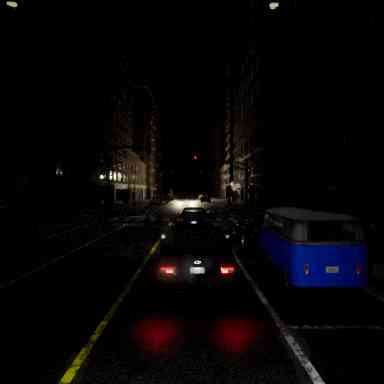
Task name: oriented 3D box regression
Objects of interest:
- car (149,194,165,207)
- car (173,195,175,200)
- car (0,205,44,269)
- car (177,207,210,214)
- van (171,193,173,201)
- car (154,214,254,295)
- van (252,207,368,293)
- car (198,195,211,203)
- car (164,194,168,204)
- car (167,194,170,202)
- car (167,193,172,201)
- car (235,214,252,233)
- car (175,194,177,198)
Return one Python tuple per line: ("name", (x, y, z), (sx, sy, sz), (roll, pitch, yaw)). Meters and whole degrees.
("car", (-5.699, 1.493, 52.086), (1.752, 1.417, 4.829), (0, 0, 0))
("car", (-5.715, 1.516, 79.510), (2.008, 1.369, 4.403), (0, 0, 0))
("car", (-5.674, 1.313, 8.567), (2.192, 1.841, 5.009), (0, 0, 0))
("car", (0.090, 1.557, 19.200), (1.994, 1.385, 4.181), (0, 0, 0))
("van", (-5.712, 1.305, 74.059), (1.690, 1.788, 3.998), (0, 0, 0))
("car", (0.096, 1.546, 8.881), (2.033, 1.411, 5.357), (0, 0, 0))
("van", (2.850, 1.339, 8.612), (1.690, 1.788, 3.998), (0, 0, 0))
("car", (2.816, 1.404, 68.649), (1.967, 1.590, 4.097), (0, 0, 0))
("car", (-5.702, 1.517, 57.706), (2.008, 1.369, 4.403), (0, 0, 0))
("car", (-5.706, 1.509, 63.157), (1.887, 1.381, 4.507), (0, 0, 0))
("car", (-5.709, 1.509, 68.608), (1.887, 1.381, 4.507), (0, 0, 0))
("car", (2.848, 1.562, 14.272), (1.947, 1.339, 4.313), (0, 0, 0))
("car", (-5.719, 1.282, 84.961), (2.192, 1.841, 5.009), (0, 0, 0))
